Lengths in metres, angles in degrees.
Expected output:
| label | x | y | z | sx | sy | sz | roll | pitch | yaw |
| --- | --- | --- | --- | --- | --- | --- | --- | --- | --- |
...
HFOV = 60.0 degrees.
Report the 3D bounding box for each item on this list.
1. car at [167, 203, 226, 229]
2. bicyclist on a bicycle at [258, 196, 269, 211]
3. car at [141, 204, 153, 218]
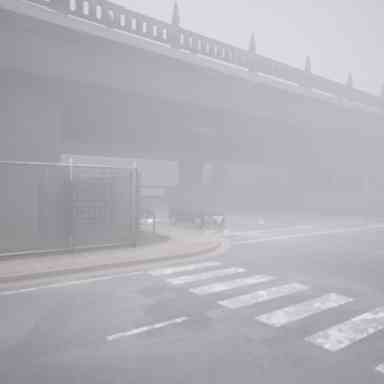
| label | x | y | z | sx | sy | sz | roll | pitch | yaw |
| --- | --- | --- | --- | --- | --- | --- | --- | --- | --- |
| car | 0.210 | 1.494 | 22.154 | 2.128 | 1.511 | 4.902 | 0 | 0 | -36 |
| bicyclist on a bicycle | 7.820 | 1.307 | 36.336 | 1.656 | 1.620 | 0.582 | 0 | 0 | -36 |
| car | -5.511 | 1.550 | 30.049 | 2.033 | 1.411 | 5.357 | 0 | 0 | -36 |
